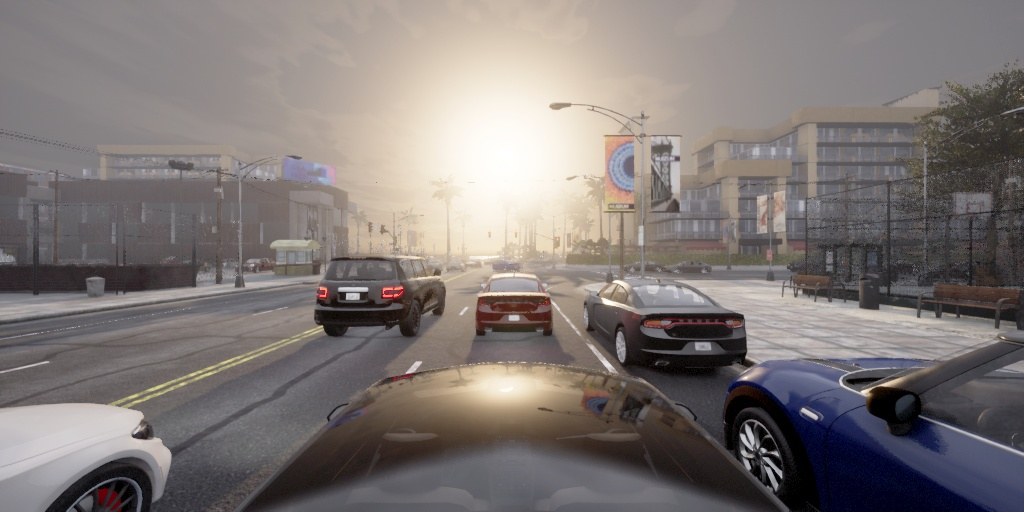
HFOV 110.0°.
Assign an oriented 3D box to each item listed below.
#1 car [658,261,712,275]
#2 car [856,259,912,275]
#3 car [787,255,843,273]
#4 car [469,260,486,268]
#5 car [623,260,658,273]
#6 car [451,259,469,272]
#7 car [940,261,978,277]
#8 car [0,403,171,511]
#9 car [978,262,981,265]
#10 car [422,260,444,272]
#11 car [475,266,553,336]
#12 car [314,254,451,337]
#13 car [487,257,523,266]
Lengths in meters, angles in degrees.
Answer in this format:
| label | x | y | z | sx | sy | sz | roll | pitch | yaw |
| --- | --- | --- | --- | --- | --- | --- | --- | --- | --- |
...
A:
| label | x | y | z | sx | sy | sz | roll | pitch | yaw |
| --- | --- | --- | --- | --- | --- | --- | --- | --- | --- |
| car | 18.829 | 1.255 | 38.643 | 4.892 | 1.490 | 1.837 | 0 | 0 | 0 |
| car | 40.084 | 1.102 | 38.773 | 4.553 | 1.767 | 2.097 | 0 | 0 | 0 |
| car | 35.717 | 0.966 | 42.264 | 5.566 | 2.045 | 2.150 | -1 | 0 | 0 |
| car | -6.356 | 1.298 | 59.290 | 2.033 | 1.411 | 5.357 | 0 | 0 | 10 |
| car | 15.439 | 1.228 | 42.188 | 5.008 | 1.535 | 1.882 | 0 | 0 | 1 |
| car | -7.015 | 1.314 | 45.077 | 1.994 | 1.385 | 4.181 | 0 | 0 | 1 |
| car | 45.182 | 1.255 | 35.271 | 4.892 | 1.490 | 1.837 | 0 | 0 | -1 |
| car | -3.411 | 1.276 | 0.637 | 1.812 | 1.442 | 4.674 | 0 | 0 | 0 |
| car | 45.183 | 1.102 | 31.771 | 4.553 | 1.767 | 2.097 | 0 | 0 | -1 |
| car | -10.469 | 1.255 | 47.952 | 1.837 | 1.490 | 4.892 | 0 | 0 | 1 |
| car | 0.064 | 1.228 | 10.461 | 1.882 | 1.535 | 5.008 | 0 | 0 | 0 |
| car | -3.437 | 0.971 | 10.475 | 2.150 | 2.045 | 5.566 | 0 | 0 | 0 |
| car | -0.870 | 1.228 | 46.620 | 1.882 | 1.535 | 5.008 | -1 | 0 | -35 |
